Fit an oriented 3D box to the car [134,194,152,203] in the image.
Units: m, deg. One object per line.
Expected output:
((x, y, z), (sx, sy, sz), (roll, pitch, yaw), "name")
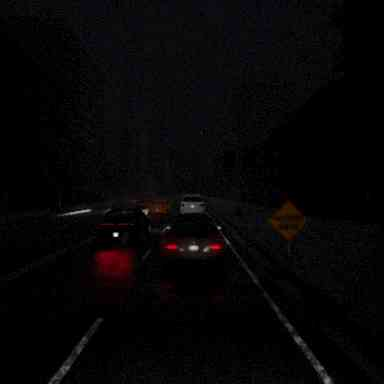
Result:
((-6.611, 1.287, 46.255), (2.150, 2.045, 5.566), (0, 0, 0), "car")

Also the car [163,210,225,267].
((0.061, 1.563, 11.495), (2.033, 1.411, 5.357), (0, 0, 0), "car")

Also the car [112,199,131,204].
((-9.859, 1.666, 46.553), (1.895, 1.301, 4.718), (0, 0, 0), "car")

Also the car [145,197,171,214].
((-3.172, 1.523, 32.968), (1.882, 1.535, 5.008), (0, 0, 0), "car")

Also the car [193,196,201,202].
((1.105, 1.631, 79.792), (1.837, 1.490, 4.892), (0, 0, 0), "car")

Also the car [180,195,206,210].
((0.071, 1.262, 30.403), (2.150, 2.045, 5.566), (0, 0, 1), "car")

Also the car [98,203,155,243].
((-3.170, 1.527, 16.299), (1.837, 1.490, 4.892), (0, 0, 0), "car")

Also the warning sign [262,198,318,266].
((2.841, 1.129, 9.798), (1.300, 1.860, 1.060), (0, 0, 0), "warning sign")
